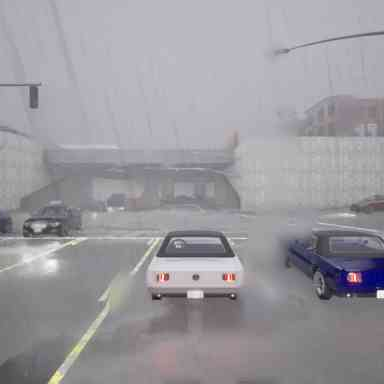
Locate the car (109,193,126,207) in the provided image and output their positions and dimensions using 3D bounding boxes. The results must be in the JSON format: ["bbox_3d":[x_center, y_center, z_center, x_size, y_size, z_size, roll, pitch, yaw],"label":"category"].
[{"bbox_3d":[-11.435,1.221,51.352,2.150,2.045,5.566,0,0,-1],"label":"car"}]

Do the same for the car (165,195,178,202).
[{"bbox_3d":[-4.725,1.355,75.563,2.097,1.767,4.553,0,0,6],"label":"car"}]

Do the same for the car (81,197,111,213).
[{"bbox_3d":[-11.059,1.547,37.591,2.033,1.411,5.357,0,0,-2],"label":"car"}]

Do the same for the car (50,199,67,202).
[{"bbox_3d":[-14.392,1.525,35.679,1.812,1.442,4.674,0,0,-4],"label":"car"}]

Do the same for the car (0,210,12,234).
[{"bbox_3d":[-10.646,1.525,16.444,1.812,1.442,4.674,0,0,-2],"label":"car"}]

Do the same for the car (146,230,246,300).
[{"bbox_3d":[0.084,1.601,8.351,1.895,1.301,4.718,0,0,0],"label":"car"}]

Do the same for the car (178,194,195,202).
[{"bbox_3d":[-1.224,1.525,75.459,2.128,1.511,4.902,0,0,6],"label":"car"}]

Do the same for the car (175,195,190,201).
[{"bbox_3d":[-2.368,1.478,85.429,1.882,1.535,5.008,0,0,24],"label":"car"}]

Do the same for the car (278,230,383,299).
[{"bbox_3d":[3.584,1.601,8.360,1.895,1.301,4.718,0,0,0],"label":"car"}]

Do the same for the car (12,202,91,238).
[{"bbox_3d":[-7.205,1.492,17.699,2.128,1.511,4.902,0,0,-4],"label":"car"}]

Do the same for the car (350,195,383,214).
[{"bbox_3d":[15.822,0.973,28.456,4.181,1.385,1.994,-7,0,0],"label":"car"}]

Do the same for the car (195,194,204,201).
[{"bbox_3d":[1.433,1.355,85.463,2.097,1.767,4.553,0,0,28],"label":"car"}]

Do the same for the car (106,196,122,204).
[{"bbox_3d":[-15.204,1.548,65.355,2.033,1.411,5.357,0,0,-1],"label":"car"}]

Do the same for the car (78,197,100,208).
[{"bbox_3d":[-14.858,1.526,48.120,1.812,1.442,4.674,0,0,-1],"label":"car"}]
